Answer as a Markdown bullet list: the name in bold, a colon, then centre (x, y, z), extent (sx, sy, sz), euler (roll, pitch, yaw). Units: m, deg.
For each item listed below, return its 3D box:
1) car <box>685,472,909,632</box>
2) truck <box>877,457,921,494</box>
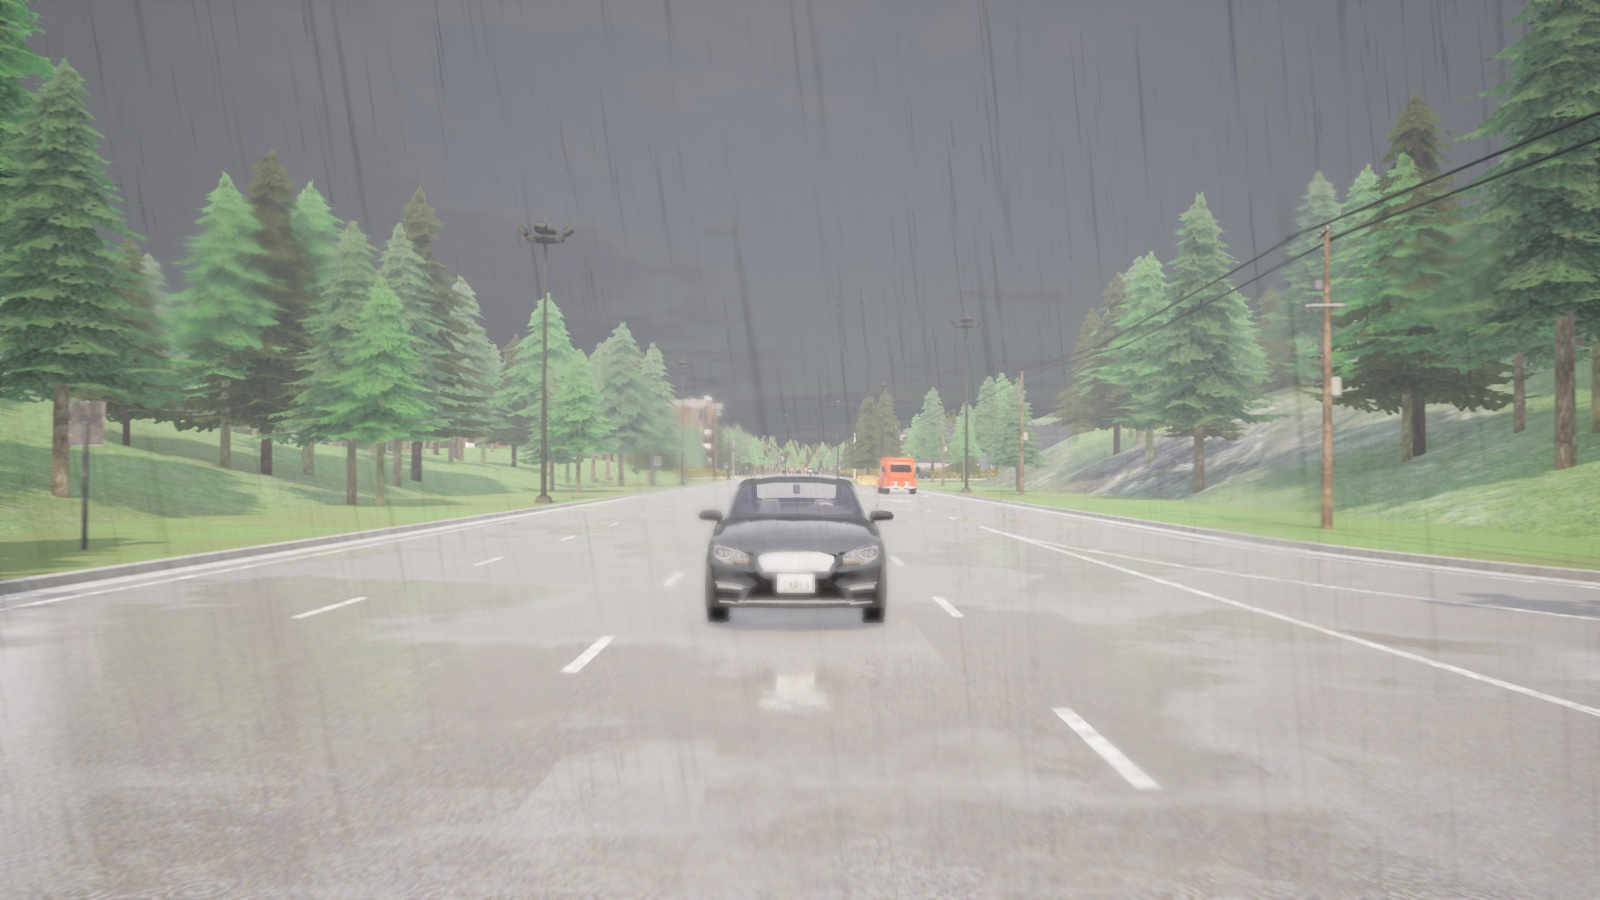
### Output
- **car**: centre (-0.034, 1.012, 14.408), extent (2.128, 1.511, 4.902), euler (0, -1, 0)
- **truck**: centre (6.792, 1.750, 86.679), extent (2.627, 2.467, 5.204), euler (0, -1, 0)
